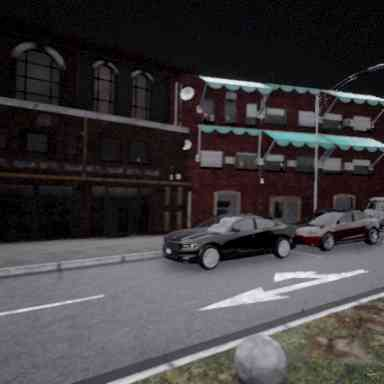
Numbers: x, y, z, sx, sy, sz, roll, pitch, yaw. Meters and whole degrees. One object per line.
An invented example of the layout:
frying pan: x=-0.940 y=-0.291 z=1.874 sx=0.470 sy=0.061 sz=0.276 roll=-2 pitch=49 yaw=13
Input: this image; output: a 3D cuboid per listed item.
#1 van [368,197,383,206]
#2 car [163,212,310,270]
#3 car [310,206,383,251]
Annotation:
van: x=10.665 y=1.256 z=17.089 sx=4.442 sy=1.987 sz=1.878 roll=0 pitch=0 yaw=-30
car: x=1.409 y=1.484 z=11.233 sx=5.008 sy=1.535 sz=2.097 roll=0 pitch=0 yaw=-33
car: x=6.018 y=1.514 z=14.221 sx=4.792 sy=1.488 sz=2.163 roll=0 pitch=0 yaw=-32
